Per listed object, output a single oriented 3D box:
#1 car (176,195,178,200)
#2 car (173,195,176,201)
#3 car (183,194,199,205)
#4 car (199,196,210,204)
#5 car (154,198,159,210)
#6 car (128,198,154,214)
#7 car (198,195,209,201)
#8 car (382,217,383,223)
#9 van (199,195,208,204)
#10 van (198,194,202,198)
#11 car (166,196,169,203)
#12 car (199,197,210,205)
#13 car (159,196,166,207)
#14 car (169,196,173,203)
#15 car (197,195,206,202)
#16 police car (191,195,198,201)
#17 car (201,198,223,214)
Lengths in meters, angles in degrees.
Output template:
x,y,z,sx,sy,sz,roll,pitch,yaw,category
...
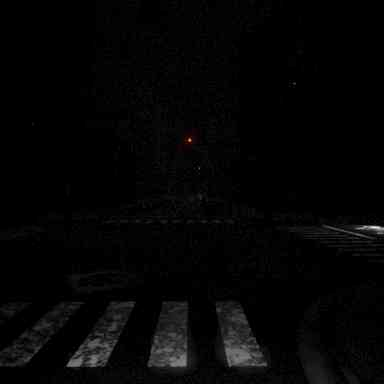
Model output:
x,y,z,sx,sy,sz,roll,pitch,yaw,category
-5.590,1.721,91.213,1.887,1.381,4.507,0,0,0,car
-5.608,1.694,80.191,2.008,1.369,4.403,0,0,0,car
-0.149,1.572,62.548,1.882,1.535,5.008,0,0,0,car
2.365,1.641,47.115,1.802,1.307,4.206,0,0,0,car
-5.668,1.490,41.617,1.967,1.590,4.097,0,0,0,car
-5.677,1.480,36.106,1.967,1.590,4.097,0,0,0,car
2.374,1.637,52.626,1.947,1.339,4.313,0,0,0,car
14.199,1.511,20.610,4.181,1.385,1.994,0,0,0,car
2.400,1.453,69.158,1.690,1.788,3.998,0,0,0,van
2.382,1.424,58.136,1.690,1.788,3.998,0,0,0,van
-5.642,1.634,58.148,2.008,1.369,4.403,0,0,0,car
2.391,1.647,63.647,2.008,1.369,4.403,0,0,0,car
-5.651,1.653,52.638,1.802,1.307,4.206,0,0,0,car
-5.625,1.552,69.170,1.967,1.590,4.097,0,0,0,car
2.426,1.600,85.690,1.967,1.590,4.097,0,0,0,car
0.621,1.599,90.173,1.930,1.638,5.238,0,0,0,police car
2.348,1.606,36.092,1.947,1.339,4.313,0,0,0,car
